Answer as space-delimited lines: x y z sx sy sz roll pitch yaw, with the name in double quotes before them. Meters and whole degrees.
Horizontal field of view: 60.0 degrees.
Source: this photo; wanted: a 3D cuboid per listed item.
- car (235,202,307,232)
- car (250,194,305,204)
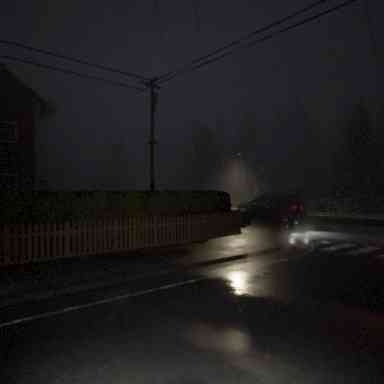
"car" 4.650 1.544 20.059 1.994 1.385 4.181 0 0 -35
"car" 5.796 1.196 24.902 2.150 2.045 5.566 0 0 -40
